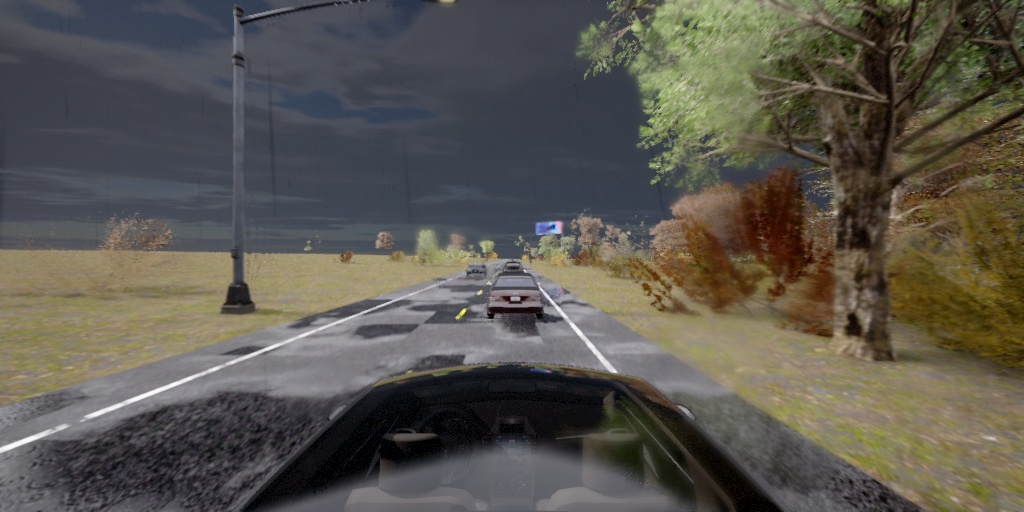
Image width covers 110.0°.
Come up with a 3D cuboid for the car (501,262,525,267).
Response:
[{"bbox_3d":[0.099,1.264,32.241,1.837,1.490,4.892,0,0,0],"label":"car"}]

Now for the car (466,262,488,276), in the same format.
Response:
[{"bbox_3d":[-3.590,1.325,37.216,1.994,1.385,4.181,0,0,0],"label":"car"}]

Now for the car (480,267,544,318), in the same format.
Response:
[{"bbox_3d":[0.099,1.300,13.018,2.033,1.411,5.357,0,0,0],"label":"car"}]
